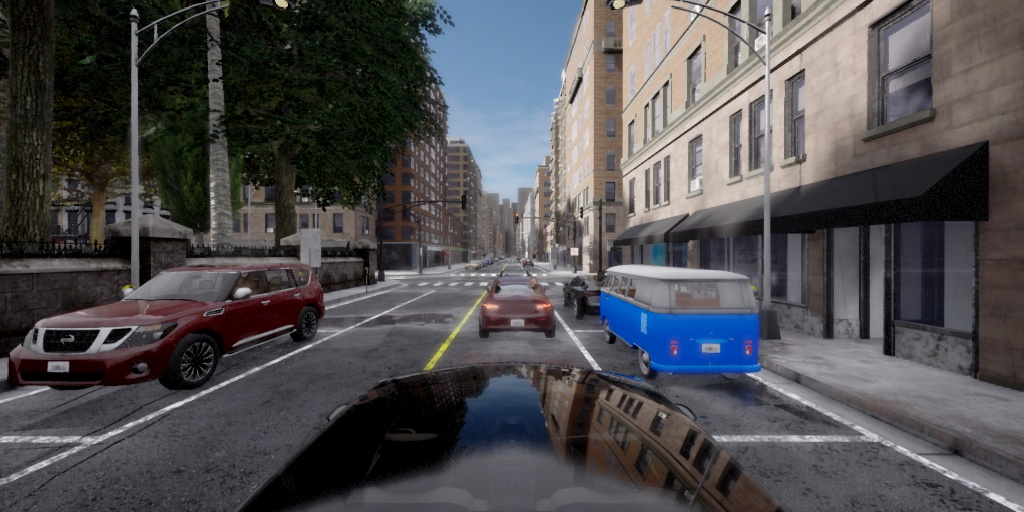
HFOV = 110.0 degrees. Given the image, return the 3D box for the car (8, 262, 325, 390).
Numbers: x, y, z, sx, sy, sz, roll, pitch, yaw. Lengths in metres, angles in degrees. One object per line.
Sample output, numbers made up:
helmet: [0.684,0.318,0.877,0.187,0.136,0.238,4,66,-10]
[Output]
car: [-5.654,1.064,6.989,2.192,1.841,5.009,0,0,0]

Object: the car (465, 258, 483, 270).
car: [-5.539,1.249,50.508,1.751,1.417,4.829,0,0,0]

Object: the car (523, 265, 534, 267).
car: [0.121,1.345,18.870,1.895,1.301,4.718,0,0,-1]

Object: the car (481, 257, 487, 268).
car: [-5.524,1.272,56.128,2.007,1.370,4.403,0,0,0]

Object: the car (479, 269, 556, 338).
car: [0.127,1.274,10.048,1.812,1.442,4.674,0,0,0]

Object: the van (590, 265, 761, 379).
van: [2.870,1.090,7.006,1.690,1.789,3.998,0,0,0]

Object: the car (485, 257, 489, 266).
car: [-5.510,1.266,61.579,1.888,1.381,4.507,0,0,0]

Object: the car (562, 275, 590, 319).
car: [2.886,1.313,12.667,1.948,1.339,4.313,0,0,0]
